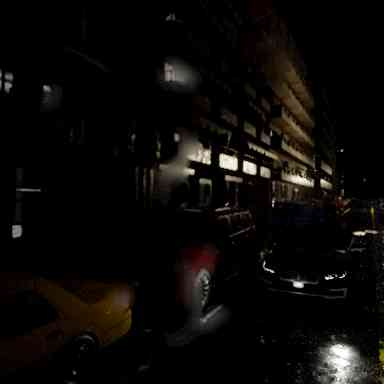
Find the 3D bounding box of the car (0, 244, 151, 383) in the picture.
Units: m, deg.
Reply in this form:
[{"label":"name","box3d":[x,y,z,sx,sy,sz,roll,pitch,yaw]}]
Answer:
[{"label":"car","box3d":[-2.567,1.533,3.143,1.752,1.417,4.829,2,1,28]}]

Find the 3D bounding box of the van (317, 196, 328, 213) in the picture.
[{"label":"van","box3d":[7.997,1.373,22.773,1.690,1.788,3.998,2,1,28]}]

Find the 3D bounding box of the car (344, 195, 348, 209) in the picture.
[{"label":"car","box3d":[15.858,1.383,37.383,2.192,1.841,5.009,2,1,28]}]

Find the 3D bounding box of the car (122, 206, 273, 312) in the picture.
[{"label":"car","box3d":[0.139,1.326,8.161,2.192,1.841,5.009,2,1,28]}]

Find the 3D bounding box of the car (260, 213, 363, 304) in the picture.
[{"label":"car","box3d":[3.180,1.513,8.443,1.837,1.490,4.892,0,0,29]}]

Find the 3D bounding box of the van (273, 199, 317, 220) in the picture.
[{"label":"van","box3d":[5.377,1.364,17.901,1.690,1.788,3.998,2,1,28]}]

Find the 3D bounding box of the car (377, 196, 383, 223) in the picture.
[{"label":"car","box3d":[15.339,1.256,25.062,2.150,2.045,5.566,0,0,28]}]

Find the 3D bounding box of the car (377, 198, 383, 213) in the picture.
[{"label":"car","box3d":[22.269,1.546,37.949,1.882,1.535,5.008,0,0,29]}]

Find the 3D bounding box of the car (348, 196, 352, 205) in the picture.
[{"label":"car","box3d":[21.094,1.665,47.128,1.947,1.339,4.313,1,1,28]}]

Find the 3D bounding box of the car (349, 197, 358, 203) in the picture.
[{"label":"car","box3d":[39.434,1.850,81.222,1.802,1.307,4.206,1,0,28]}]

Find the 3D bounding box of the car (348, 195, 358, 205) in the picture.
[{"label":"car","box3d":[28.958,1.475,61.736,2.192,1.841,5.009,1,0,28]}]

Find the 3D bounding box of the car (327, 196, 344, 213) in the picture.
[{"label":"car","box3d":[13.238,1.370,32.513,2.192,1.841,5.009,2,1,28]}]
